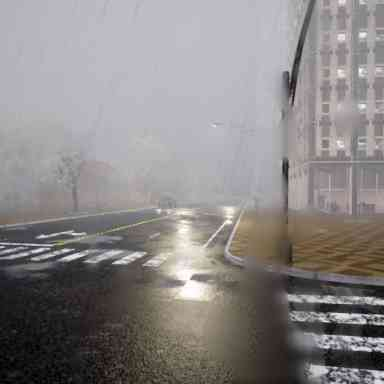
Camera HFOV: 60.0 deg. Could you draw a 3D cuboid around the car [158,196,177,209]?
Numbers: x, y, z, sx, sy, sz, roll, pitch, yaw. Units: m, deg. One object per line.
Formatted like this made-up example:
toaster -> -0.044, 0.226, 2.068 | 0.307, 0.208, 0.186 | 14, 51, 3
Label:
car -> -3.994, 1.680, 55.013 | 2.150, 2.045, 5.566 | 1, -1, 10
